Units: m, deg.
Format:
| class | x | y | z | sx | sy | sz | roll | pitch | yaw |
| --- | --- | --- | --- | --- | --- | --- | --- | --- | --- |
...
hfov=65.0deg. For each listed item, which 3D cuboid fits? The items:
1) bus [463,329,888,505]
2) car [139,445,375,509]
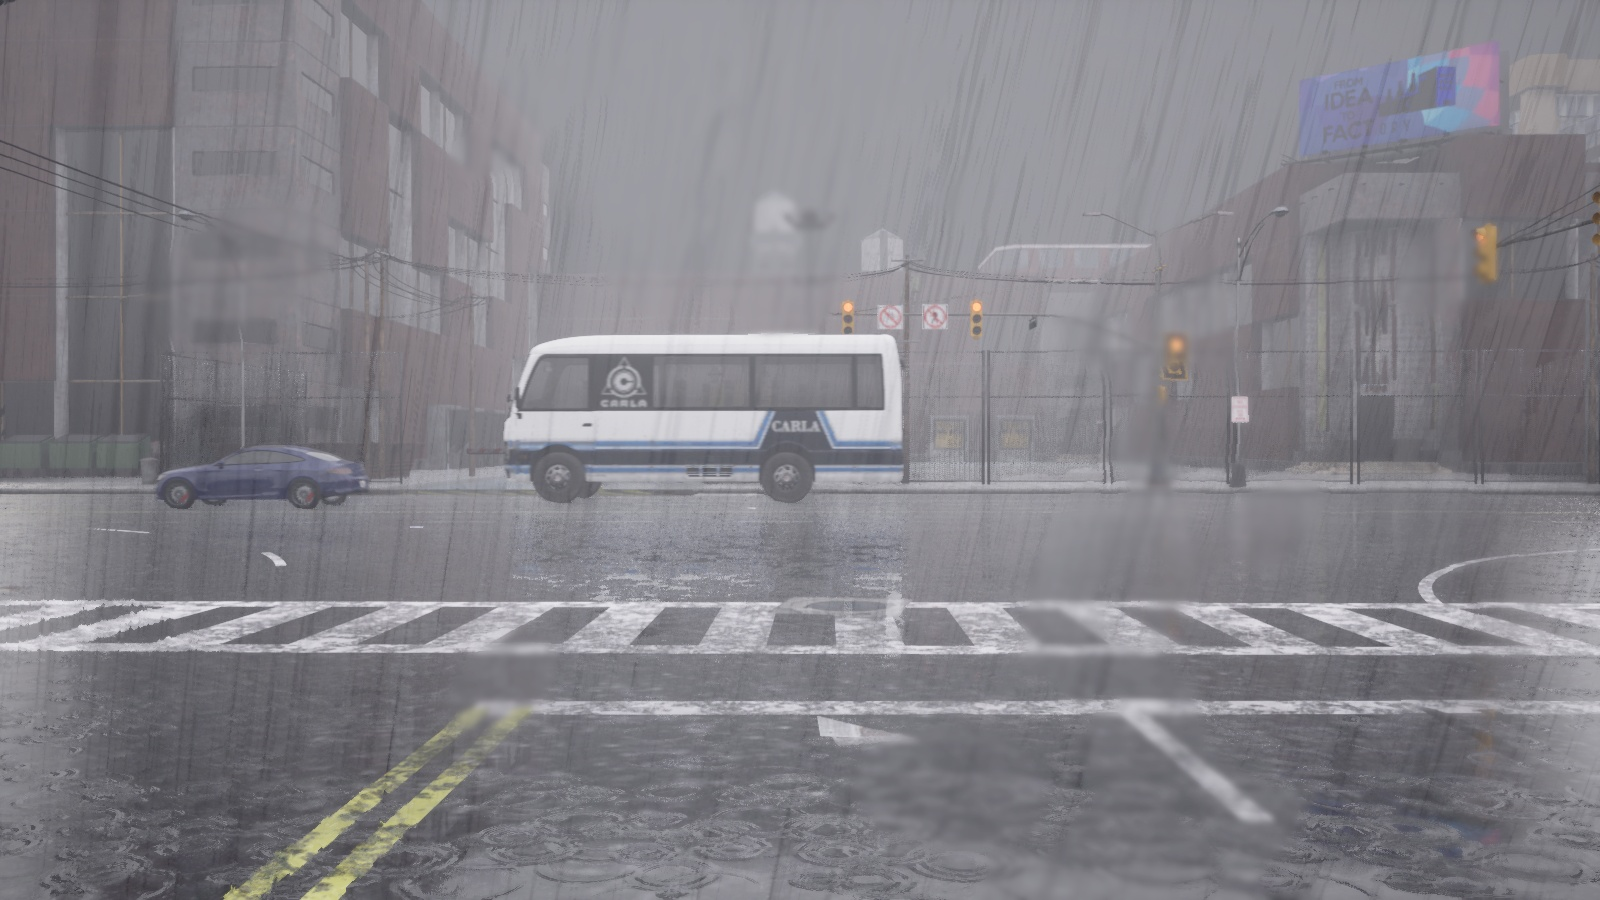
| class | x | y | z | sx | sy | sz | roll | pitch | yaw |
| --- | --- | --- | --- | --- | --- | --- | --- | --- | --- |
| bus | -2.990 | -0.815 | 32.319 | 10.273 | 4.253 | 3.944 | 0 | 0 | 1 |
| car | -12.462 | 0.598 | 29.014 | 4.674 | 1.442 | 1.812 | 0 | 0 | 1 |
